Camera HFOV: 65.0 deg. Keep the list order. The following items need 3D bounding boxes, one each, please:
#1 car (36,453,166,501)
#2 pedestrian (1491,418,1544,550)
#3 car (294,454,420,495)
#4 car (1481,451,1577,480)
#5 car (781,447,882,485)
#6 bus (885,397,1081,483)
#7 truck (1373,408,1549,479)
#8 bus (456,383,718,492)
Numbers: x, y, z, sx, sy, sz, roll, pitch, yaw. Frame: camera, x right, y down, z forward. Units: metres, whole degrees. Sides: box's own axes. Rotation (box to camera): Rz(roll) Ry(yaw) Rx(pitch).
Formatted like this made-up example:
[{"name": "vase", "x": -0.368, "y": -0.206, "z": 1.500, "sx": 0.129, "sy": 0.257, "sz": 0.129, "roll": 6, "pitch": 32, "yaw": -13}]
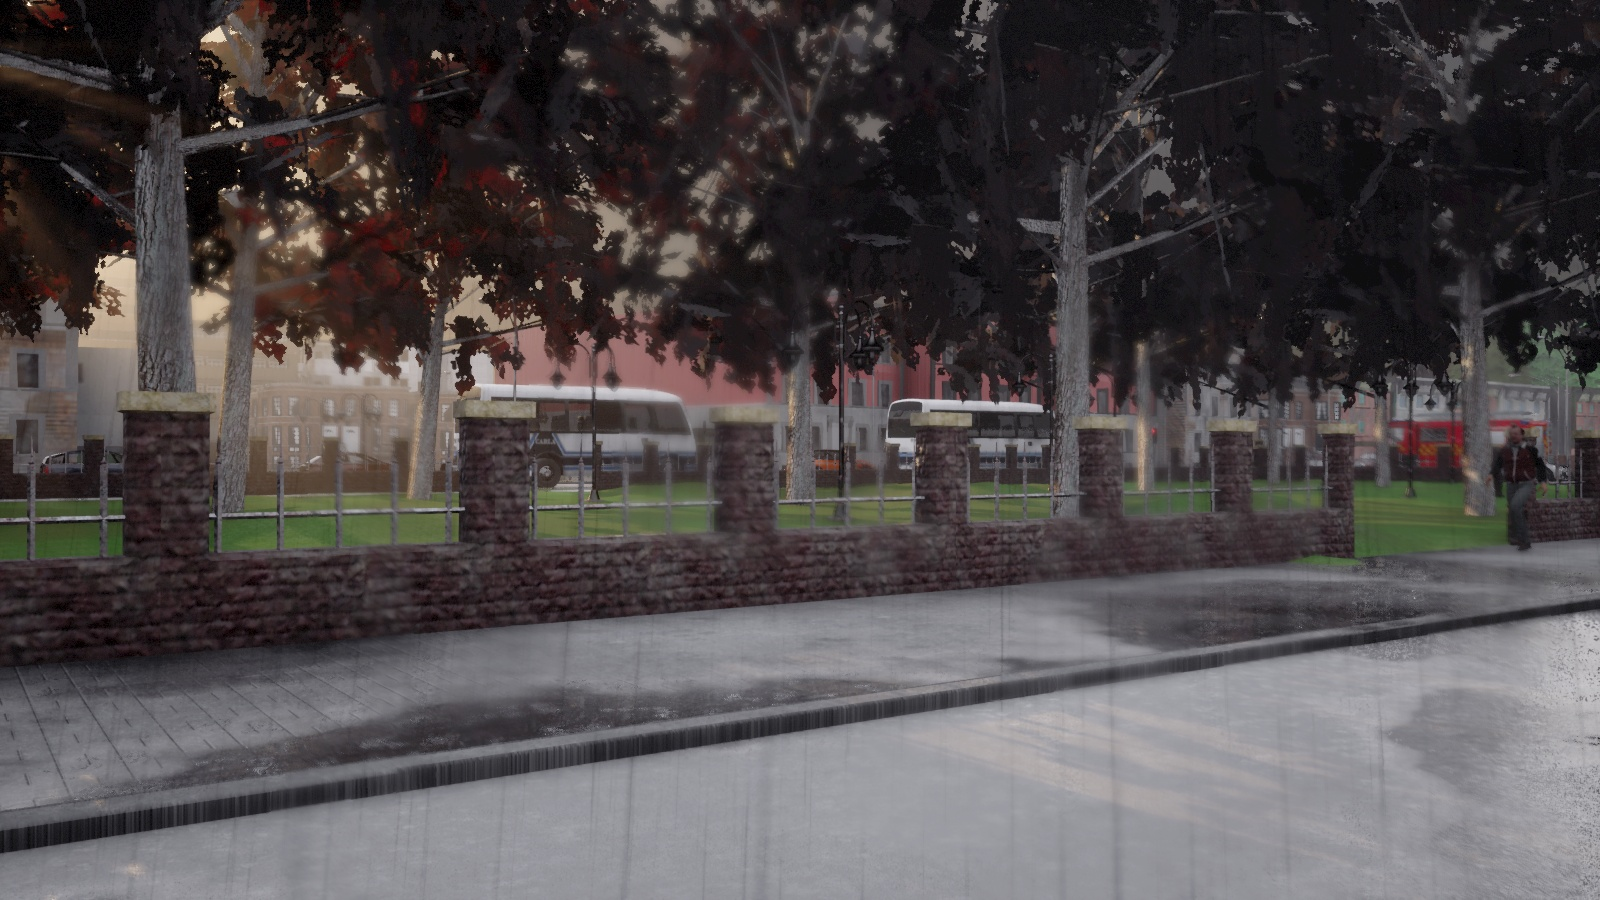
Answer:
[{"name": "car", "x": -23.848, "y": 0.879, "z": 42.861, "sx": 3.705, "sy": 1.549, "sz": 1.789, "roll": 0, "pitch": 0, "yaw": -35}, {"name": "pedestrian", "x": 10.241, "y": 0.477, "z": 17.914, "sx": 0.720, "sy": 1.854, "sz": 0.376, "roll": 0, "pitch": 0, "yaw": -35}, {"name": "car", "x": -16.821, "y": 0.911, "z": 47.789, "sx": 4.193, "sy": 1.474, "sz": 1.816, "roll": 0, "pitch": 0, "yaw": -35}, {"name": "car", "x": 37.564, "y": 0.789, "z": 64.729, "sx": 1.970, "sy": 1.475, "sz": 3.806, "roll": 0, "pitch": 0, "yaw": -37}, {"name": "car", "x": 1.542, "y": 0.748, "z": 60.656, "sx": 4.553, "sy": 1.767, "sz": 2.097, "roll": 0, "pitch": 0, "yaw": -35}, {"name": "bus", "x": 9.780, "y": -0.490, "z": 66.470, "sx": 10.273, "sy": 4.253, "sz": 3.944, "roll": 0, "pitch": 0, "yaw": -34}, {"name": "truck", "x": 37.588, "y": -0.324, "z": 71.766, "sx": 2.891, "sy": 3.827, "sz": 8.468, "roll": 0, "pitch": 0, "yaw": -35}, {"name": "bus", "x": -8.897, "y": -0.482, "z": 53.337, "sx": 10.273, "sy": 4.253, "sz": 3.944, "roll": 0, "pitch": 0, "yaw": -35}]
